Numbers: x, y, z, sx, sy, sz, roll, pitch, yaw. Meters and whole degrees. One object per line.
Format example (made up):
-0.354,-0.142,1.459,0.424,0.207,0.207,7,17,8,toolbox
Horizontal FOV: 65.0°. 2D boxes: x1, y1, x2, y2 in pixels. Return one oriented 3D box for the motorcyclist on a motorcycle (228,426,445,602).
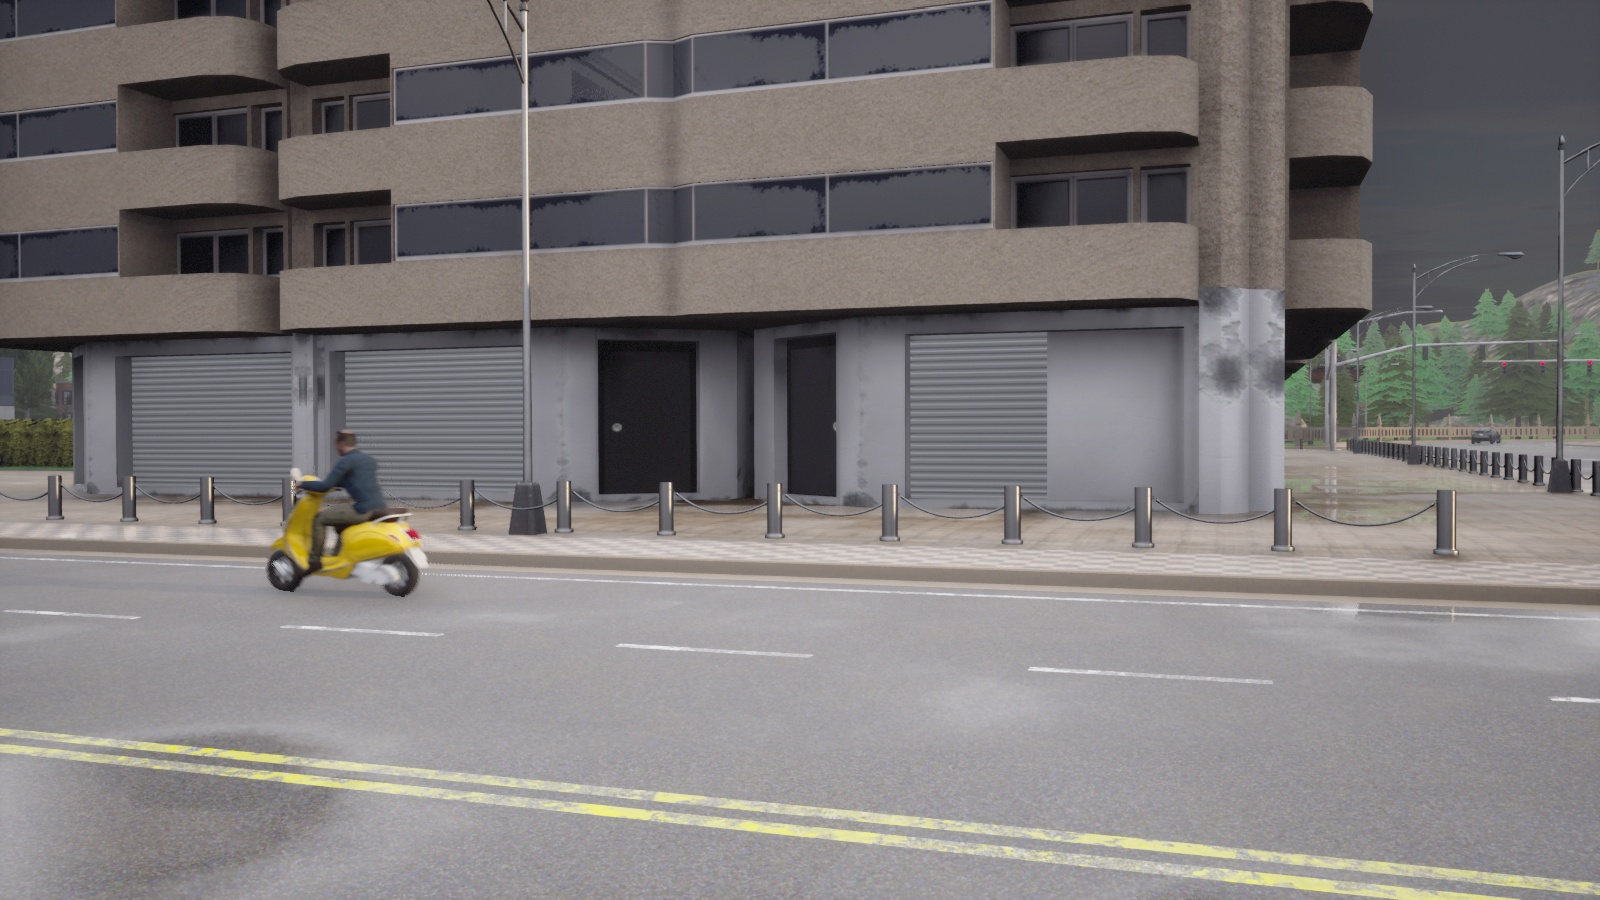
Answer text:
-4.448,0.570,12.076,1.817,1.590,0.866,1,1,19,motorcyclist on a motorcycle
